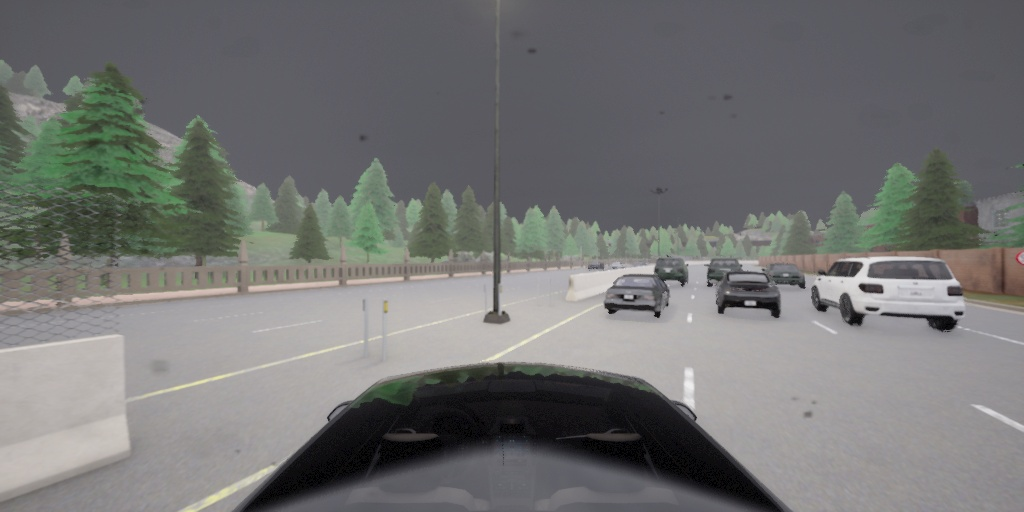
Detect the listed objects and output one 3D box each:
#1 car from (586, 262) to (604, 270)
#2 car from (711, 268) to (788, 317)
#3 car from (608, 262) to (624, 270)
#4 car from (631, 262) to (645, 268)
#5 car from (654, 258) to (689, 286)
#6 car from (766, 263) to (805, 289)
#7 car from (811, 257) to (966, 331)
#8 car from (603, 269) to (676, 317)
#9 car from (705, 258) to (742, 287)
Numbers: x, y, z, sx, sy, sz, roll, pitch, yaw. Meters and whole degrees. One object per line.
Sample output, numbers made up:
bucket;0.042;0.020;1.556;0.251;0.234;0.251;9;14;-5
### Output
car;14.277;1.721;61.134;2.033;1.411;5.357;0;0;29
car;8.892;1.343;13.804;1.837;1.490;4.892;0;-1;28
car;17.357;1.690;59.495;1.812;1.442;4.674;0;0;29
car;20.440;1.648;57.846;2.128;1.511;4.902;0;0;29
car;12.377;1.165;27.861;2.150;2.045;5.566;0;0;29
car;19.048;1.282;25.462;2.097;1.767;4.553;0;-1;29
car;11.700;1.052;11.643;2.150;2.045;5.566;0;0;28
car;4.940;1.386;13.831;2.033;1.411;5.357;0;0;28
car;15.462;1.156;26.211;2.150;2.045;5.566;0;0;29
